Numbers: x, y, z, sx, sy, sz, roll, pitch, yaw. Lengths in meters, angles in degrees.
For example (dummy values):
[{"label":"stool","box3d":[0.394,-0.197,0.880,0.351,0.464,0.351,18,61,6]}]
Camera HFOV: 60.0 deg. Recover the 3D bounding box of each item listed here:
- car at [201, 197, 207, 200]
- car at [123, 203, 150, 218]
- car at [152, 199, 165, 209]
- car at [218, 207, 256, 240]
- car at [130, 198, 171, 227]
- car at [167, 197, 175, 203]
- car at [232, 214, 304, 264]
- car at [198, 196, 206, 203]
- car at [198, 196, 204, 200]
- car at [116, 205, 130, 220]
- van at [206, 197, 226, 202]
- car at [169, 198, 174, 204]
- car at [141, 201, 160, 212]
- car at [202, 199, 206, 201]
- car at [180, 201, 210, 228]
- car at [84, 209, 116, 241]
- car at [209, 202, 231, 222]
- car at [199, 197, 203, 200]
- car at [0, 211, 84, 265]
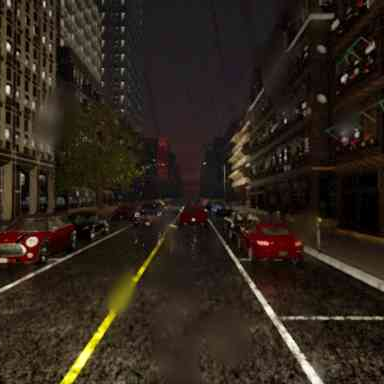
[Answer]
[{"label":"car","box3d":[2.726,1.980,51.709,1.752,1.417,4.829,1,0,0]},{"label":"car","box3d":[-5.670,1.858,34.610,2.008,1.369,4.403,1,-1,0]},{"label":"car","box3d":[-5.664,2.025,57.065,1.752,1.417,4.829,1,0,0]},{"label":"car","box3d":[2.706,1.709,17.603,2.008,1.369,4.403,1,-1,0]},{"label":"car","box3d":[-2.993,1.572,24.703,2.097,1.767,4.553,0,-1,0]},{"label":"car","box3d":[-5.653,2.230,91.173,1.967,1.590,4.097,1,0,0]},{"label":"car","box3d":[2.704,1.690,11.946,1.802,1.307,4.206,1,-1,0]},{"label":"car","box3d":[2.696,2.105,91.134,2.192,1.841,5.009,1,0,0]},{"label":"car","box3d":[2.690,1.913,68.509,2.192,1.841,5.009,1,0,0]},{"label":"car","box3d":[-5.671,1.802,28.954,1.887,1.381,4.507,1,-1,0]},{"label":"van","box3d":[2.713,1.648,34.573,1.690,1.788,3.998,1,0,0]},{"label":"car","box3d":[-5.659,2.197,74.203,2.008,1.369,4.403,1,0,0]},{"label":"car","box3d":[-5.667,1.956,45.923,2.008,1.369,4.403,1,0,0]},{"label":"car","box3d":[2.719,1.971,45.883,1.947,1.339,4.313,1,0,0]},{"label":"car","box3d":[0.107,1.695,24.433,1.882,1.535,5.008,0,0,0]},{"label":"car","box3d":[-5.675,1.724,17.641,1.947,1.339,4.313,1,-1,0]},{"label":"car","box3d":[2.709,1.808,28.915,2.008,1.369,4.403,1,-1,0]},{"label":"car","box3d":[2.684,2.132,62.851,1.802,1.307,4.206,1,0,0]},{"label":"car","box3d":[-5.674,1.548,11.986,1.967,1.590,4.097,1,-1,0]}]
